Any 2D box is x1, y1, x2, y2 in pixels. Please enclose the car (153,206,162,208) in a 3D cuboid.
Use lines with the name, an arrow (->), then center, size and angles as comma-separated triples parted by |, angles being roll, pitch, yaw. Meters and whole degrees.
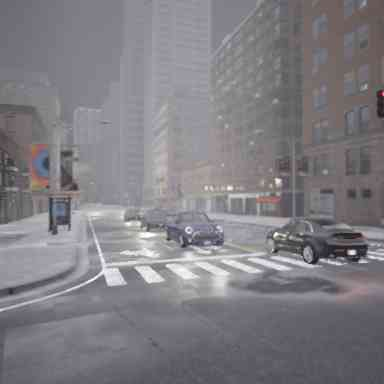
car -> -6.081, 3.044, 47.682 | 1.895, 1.301, 4.718 | 0, -2, -18

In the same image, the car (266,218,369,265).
car -> 4.537, 1.780, 12.852 | 1.837, 1.490, 4.892 | 1, -3, -12

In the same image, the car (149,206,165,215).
car -> -6.161, 3.268, 58.449 | 1.837, 1.490, 4.892 | 0, -2, -18

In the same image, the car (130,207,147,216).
car -> -9.254, 3.314, 57.452 | 2.033, 1.411, 5.357 | 0, -2, -18

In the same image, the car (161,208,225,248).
car -> 0.038, 1.851, 17.674 | 2.097, 1.767, 4.553 | 0, -2, -18

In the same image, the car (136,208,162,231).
car -> -3.056, 2.317, 27.285 | 1.837, 1.490, 4.892 | 0, -2, -18

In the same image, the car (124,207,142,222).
car -> -6.869, 2.703, 39.161 | 1.837, 1.490, 4.892 | 0, -1, -18
